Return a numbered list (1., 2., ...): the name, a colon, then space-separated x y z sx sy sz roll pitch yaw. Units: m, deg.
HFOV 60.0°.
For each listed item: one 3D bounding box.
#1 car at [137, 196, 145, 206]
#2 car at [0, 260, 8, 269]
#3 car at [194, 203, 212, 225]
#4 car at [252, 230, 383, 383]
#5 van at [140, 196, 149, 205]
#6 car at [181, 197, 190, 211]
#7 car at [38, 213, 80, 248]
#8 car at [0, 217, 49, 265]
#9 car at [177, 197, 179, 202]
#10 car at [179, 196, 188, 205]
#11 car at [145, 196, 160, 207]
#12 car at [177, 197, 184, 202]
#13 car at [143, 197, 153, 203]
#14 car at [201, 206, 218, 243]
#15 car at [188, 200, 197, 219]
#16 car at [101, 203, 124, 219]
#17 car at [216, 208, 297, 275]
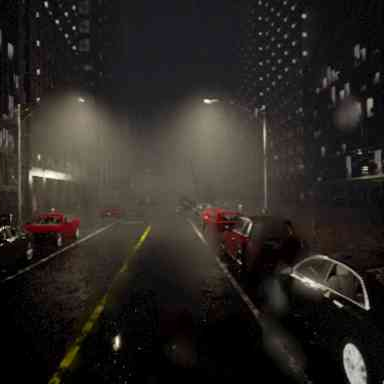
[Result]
1. car: -9.954 2.000 66.827 2.008 1.369 4.403 0 0 -4
2. car: -2.989 1.541 1.202 2.128 1.511 4.902 -1 0 -4
3. car: 1.369 1.659 21.934 1.802 1.307 4.206 0 0 -4
4. car: 2.479 1.537 4.904 2.008 1.369 4.403 0 0 -4
5. van: -10.325 1.824 72.505 1.690 1.788 3.998 0 0 -4
6. car: -0.110 1.769 44.641 1.947 1.339 4.313 0 0 -4
7. car: -6.625 1.709 15.734 1.887 1.381 4.507 0 0 -4
8. car: -6.255 1.685 10.057 2.008 1.369 4.403 0 0 -4
9. car: -1.593 1.647 67.350 2.192 1.841 5.009 0 0 -4
10. car: -0.862 1.793 56.165 1.752 1.417 4.829 0 0 -4
11. car: -6.786 1.720 59.436 2.097 1.767 4.553 -1 0 -4
12. car: -3.070 2.048 90.056 1.802 1.307 4.206 0 0 -4
13. car: -11.064 2.100 83.858 2.008 1.369 4.403 0 0 -4
14. car: 1.739 1.592 16.258 1.887 1.381 4.507 0 0 -4
15. car: 0.999 1.659 27.611 2.008 1.369 4.403 0 0 -4
16. car: -7.734 1.802 32.765 1.887 1.381 4.507 0 0 -4
17. car: 2.108 1.457 10.580 1.967 1.590 4.097 0 0 -4
